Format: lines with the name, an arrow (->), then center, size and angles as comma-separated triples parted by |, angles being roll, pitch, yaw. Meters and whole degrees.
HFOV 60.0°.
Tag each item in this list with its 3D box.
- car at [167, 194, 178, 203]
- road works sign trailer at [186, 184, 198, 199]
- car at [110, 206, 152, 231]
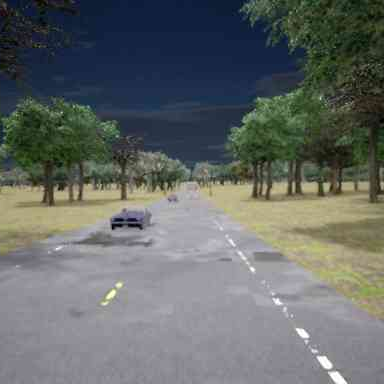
car -> -3.530, 1.188, 61.800 | 1.837, 1.490, 4.892 | 0, 1, 1
road works sign trailer -> -0.001, -0.112, 80.446 | 2.380, 3.560, 2.880 | 0, 1, 0
car -> -3.600, 1.554, 20.227 | 1.895, 1.301, 4.718 | 0, 0, 0
